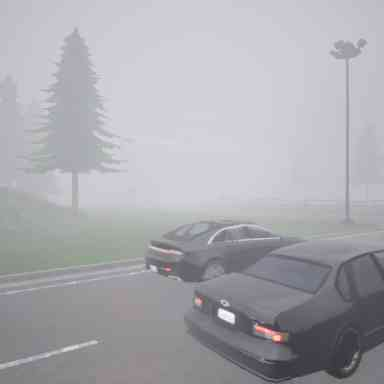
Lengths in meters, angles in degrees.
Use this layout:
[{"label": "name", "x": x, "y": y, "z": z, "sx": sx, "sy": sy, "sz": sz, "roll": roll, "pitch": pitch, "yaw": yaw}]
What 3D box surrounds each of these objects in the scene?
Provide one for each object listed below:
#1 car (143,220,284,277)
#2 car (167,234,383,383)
[{"label": "car", "x": 1.106, "y": 1.492, "z": 8.834, "sx": 4.902, "sy": 1.511, "sz": 2.128, "roll": 0, "pitch": 0, "yaw": -35}, {"label": "car", "x": 2.452, "y": 1.548, "z": 5.495, "sx": 5.357, "sy": 1.411, "sz": 2.033, "roll": 0, "pitch": 0, "yaw": -36}]
